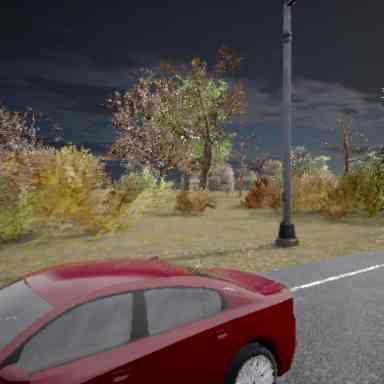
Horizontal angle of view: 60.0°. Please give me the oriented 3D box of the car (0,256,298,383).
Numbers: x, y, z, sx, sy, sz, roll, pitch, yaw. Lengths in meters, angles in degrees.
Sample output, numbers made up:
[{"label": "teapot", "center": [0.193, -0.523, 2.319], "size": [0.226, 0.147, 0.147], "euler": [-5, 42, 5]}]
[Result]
[{"label": "car", "center": [-1.094, 1.478, 3.211], "size": [5.008, 1.535, 1.882], "euler": [0, 0, -35]}]
